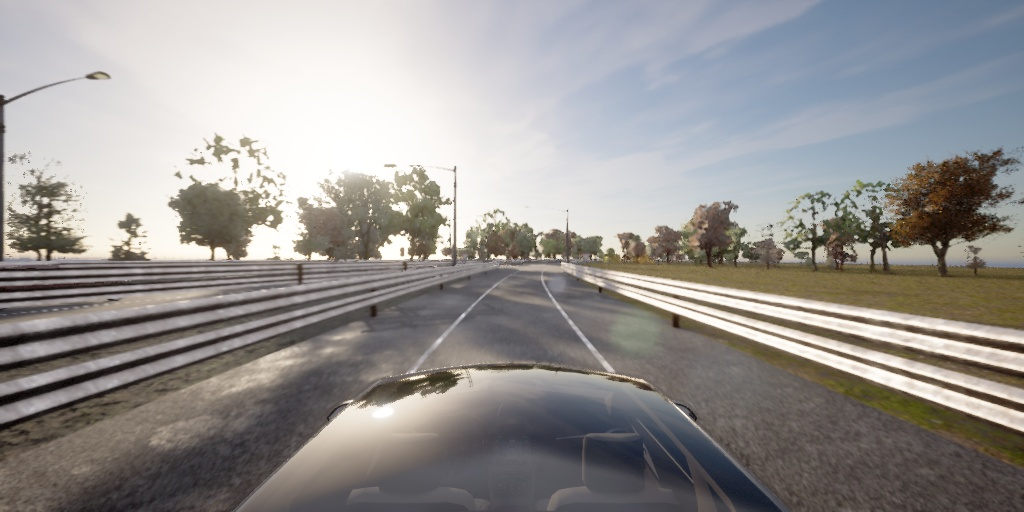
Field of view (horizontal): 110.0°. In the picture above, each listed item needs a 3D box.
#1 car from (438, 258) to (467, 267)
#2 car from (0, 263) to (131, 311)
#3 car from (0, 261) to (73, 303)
[{"bbox_3d":[-8.218,1.191,48.023,2.128,1.511,4.902,0,0,14],"label":"car"},{"bbox_3d":[-15.990,0.966,12.117,1.812,1.442,4.674,0,0,11],"label":"car"},{"bbox_3d":[-19.478,0.931,12.545,1.837,1.490,4.892,0,0,11],"label":"car"}]
